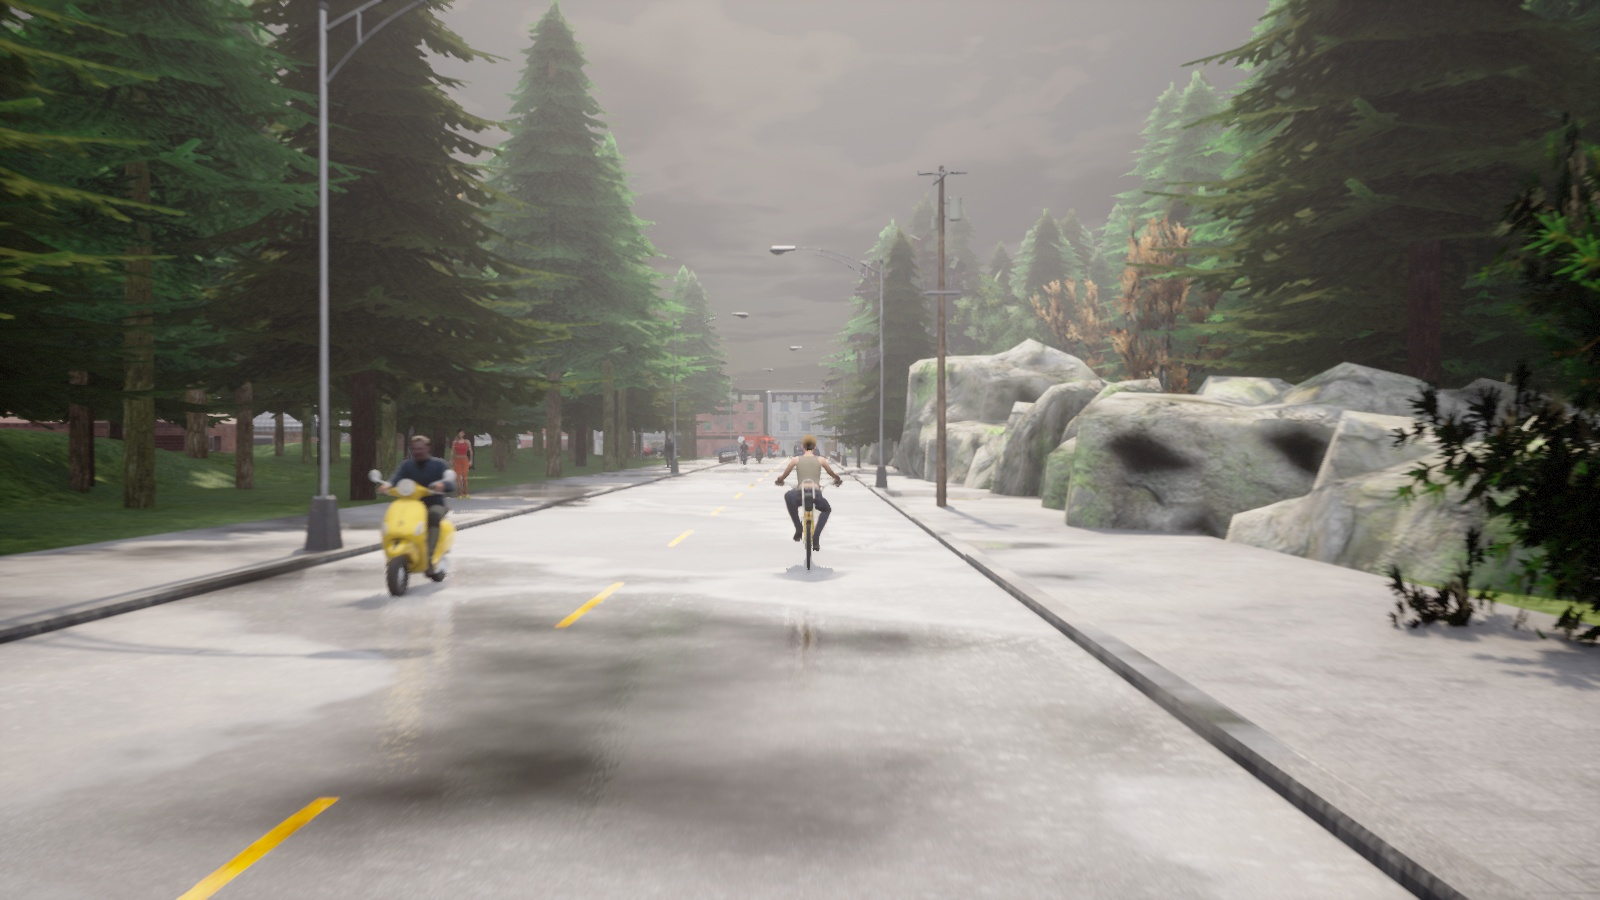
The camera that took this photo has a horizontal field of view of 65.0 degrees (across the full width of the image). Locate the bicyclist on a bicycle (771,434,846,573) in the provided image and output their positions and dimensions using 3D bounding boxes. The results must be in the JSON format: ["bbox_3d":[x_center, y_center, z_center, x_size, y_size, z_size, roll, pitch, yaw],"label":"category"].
[{"bbox_3d":[0.107,0.617,15.278,0.866,1.612,1.509,0,0,1],"label":"bicyclist on a bicycle"}]

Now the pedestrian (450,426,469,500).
[{"bbox_3d":[-8.545,0.312,31.527,0.345,1.836,0.594,0,0,-5],"label":"pedestrian"}]

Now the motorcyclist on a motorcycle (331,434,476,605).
[{"bbox_3d":[-3.908,0.642,12.555,0.866,1.590,1.817,0,0,0],"label":"motorcyclist on a motorcycle"}]

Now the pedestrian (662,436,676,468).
[{"bbox_3d":[-7.690,0.128,73.760,0.563,1.883,0.849,0,0,10],"label":"pedestrian"}]
